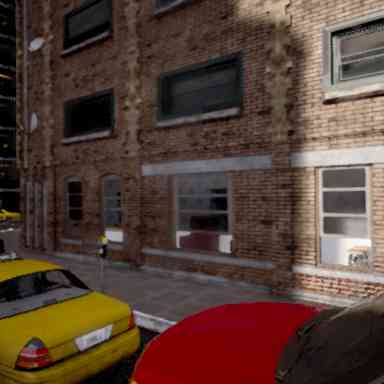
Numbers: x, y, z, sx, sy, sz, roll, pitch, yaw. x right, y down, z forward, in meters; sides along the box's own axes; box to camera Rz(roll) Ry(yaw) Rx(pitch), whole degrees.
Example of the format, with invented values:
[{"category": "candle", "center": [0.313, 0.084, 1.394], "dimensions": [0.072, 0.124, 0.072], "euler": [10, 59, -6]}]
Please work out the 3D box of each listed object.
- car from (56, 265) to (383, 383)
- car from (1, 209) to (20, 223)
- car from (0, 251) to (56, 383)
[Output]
[{"category": "car", "center": [1.819, 1.308, 1.580], "dimensions": [5.009, 1.841, 2.192], "euler": [-1, -1, 35]}, {"category": "car", "center": [-18.675, 2.184, 30.878], "dimensions": [1.752, 1.417, 4.829], "euler": [-2, -2, 35]}, {"category": "car", "center": [-2.943, 1.580, 4.976], "dimensions": [4.829, 1.417, 1.752], "euler": [-1, -1, 36]}]
